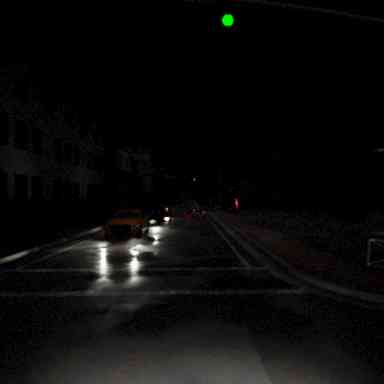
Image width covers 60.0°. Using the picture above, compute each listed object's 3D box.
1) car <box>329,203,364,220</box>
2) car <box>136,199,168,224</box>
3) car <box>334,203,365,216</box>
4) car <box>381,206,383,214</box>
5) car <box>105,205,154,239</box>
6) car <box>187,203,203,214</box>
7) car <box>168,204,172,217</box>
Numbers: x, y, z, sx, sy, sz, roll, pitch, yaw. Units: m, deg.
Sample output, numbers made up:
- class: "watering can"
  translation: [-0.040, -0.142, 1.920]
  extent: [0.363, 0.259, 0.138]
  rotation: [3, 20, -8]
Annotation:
- class: "car"
  translation: [15.419, 1.981, 33.439]
  extent: [2.007, 1.523, 4.514]
  rotation: [0, -1, 0]
- class: "car"
  translation: [-3.598, 1.636, 29.102]
  extent: [2.150, 2.045, 5.566]
  rotation: [0, -1, 0]
- class: "car"
  translation: [19.061, 2.043, 40.498]
  extent: [1.970, 1.475, 3.806]
  rotation: [0, -1, 0]
- class: "car"
  translation: [25.478, 1.970, 40.841]
  extent: [2.152, 1.636, 5.027]
  rotation: [0, -1, 0]
- class: "car"
  translation: [-3.603, 1.712, 19.168]
  extent: [1.882, 1.535, 5.008]
  rotation: [0, -1, 0]
- class: "car"
  translation: [0.457, 2.265, 46.995]
  extent: [1.812, 1.442, 4.674]
  rotation: [0, -1, 5]
- class: "car"
  translation: [-3.561, 1.946, 38.989]
  extent: [2.097, 1.767, 4.553]
  rotation: [0, -1, 0]
